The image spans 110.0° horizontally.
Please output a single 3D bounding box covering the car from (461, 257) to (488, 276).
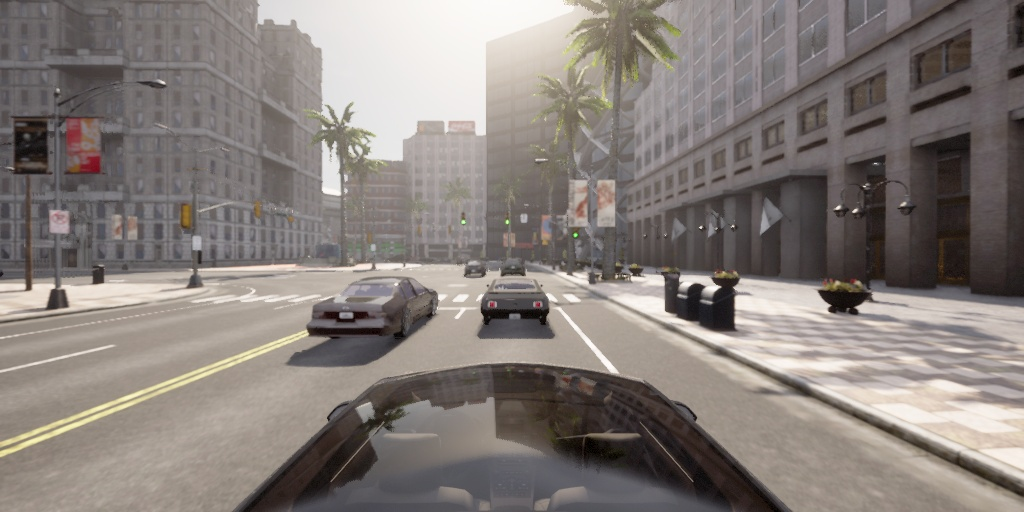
[{"bbox_3d":[-3.416,1.138,34.157,1.812,1.442,4.674,0,0,0],"label":"car"}]

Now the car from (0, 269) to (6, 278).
[{"bbox_3d":[-41.052,1.243,26.617,4.718,1.301,1.895,0,0,0],"label":"car"}]

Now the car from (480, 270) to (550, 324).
[{"bbox_3d":[0.088,1.308,11.718,1.895,1.301,4.718,0,0,0],"label":"car"}]

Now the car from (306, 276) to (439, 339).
[{"bbox_3d":[-3.415,1.262,9.916,2.033,1.411,5.357,0,0,0],"label":"car"}]

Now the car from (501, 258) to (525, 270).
[{"bbox_3d":[0.095,0.969,32.909,2.097,1.767,4.553,0,0,0],"label":"car"}]
